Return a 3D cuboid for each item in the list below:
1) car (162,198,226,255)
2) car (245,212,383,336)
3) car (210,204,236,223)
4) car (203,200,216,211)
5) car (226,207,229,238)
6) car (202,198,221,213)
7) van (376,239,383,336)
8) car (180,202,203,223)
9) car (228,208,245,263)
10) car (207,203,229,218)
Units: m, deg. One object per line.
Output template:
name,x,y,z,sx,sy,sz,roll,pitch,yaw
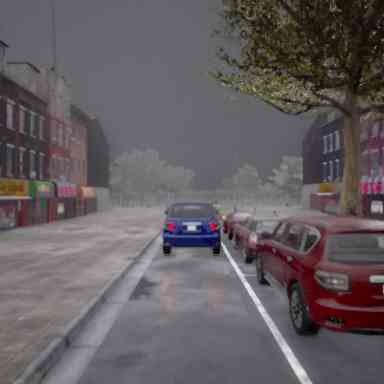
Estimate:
car,-0.007,1.348,14.022,2.150,2.045,5.566,0,0,0
car,2.634,1.379,6.741,2.192,1.841,5.009,0,-1,0
car,2.620,1.801,29.091,1.752,1.417,4.829,0,-1,0
car,2.607,2.041,51.271,1.752,1.417,4.829,0,-1,0
car,2.627,1.711,17.830,1.887,1.381,4.507,0,-1,0
car,2.610,1.769,45.558,2.192,1.841,5.009,0,-1,0
van,2.637,1.353,1.195,1.690,1.788,3.998,0,-1,0
car,-0.011,1.758,29.477,1.882,1.535,5.008,0,0,0
car,2.631,1.555,12.286,1.967,1.590,4.097,0,-1,0
car,2.617,1.885,34.465,2.008,1.369,4.403,0,-1,0
